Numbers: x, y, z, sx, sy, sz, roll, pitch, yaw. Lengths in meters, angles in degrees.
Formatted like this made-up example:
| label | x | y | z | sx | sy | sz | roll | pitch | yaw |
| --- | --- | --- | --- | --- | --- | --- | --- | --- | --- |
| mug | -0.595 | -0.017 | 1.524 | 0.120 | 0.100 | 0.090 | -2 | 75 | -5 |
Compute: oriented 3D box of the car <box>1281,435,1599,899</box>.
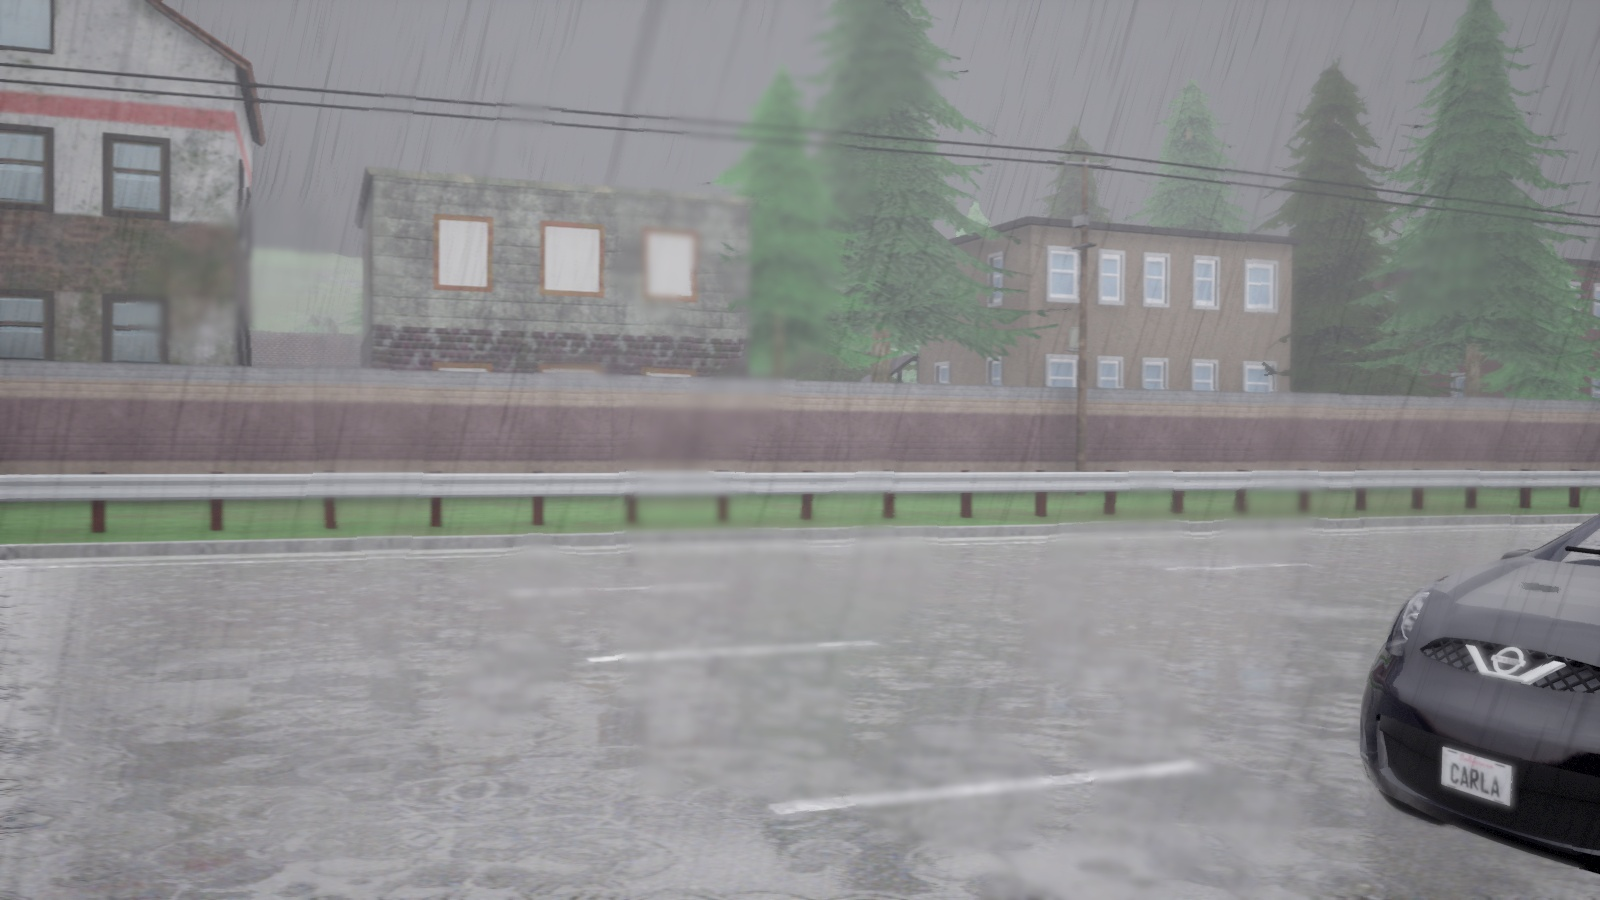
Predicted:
| label | x | y | z | sx | sy | sz | roll | pitch | yaw |
| --- | --- | --- | --- | --- | --- | --- | --- | --- | --- |
| car | 3.922 | 0.693 | 4.728 | 3.633 | 1.501 | 1.845 | -1 | 1 | -21 |
